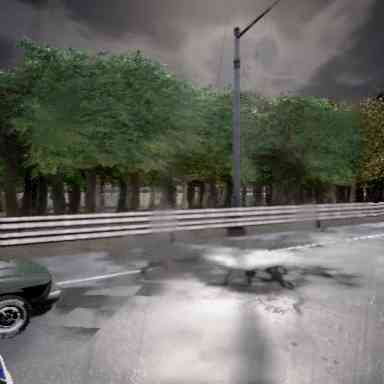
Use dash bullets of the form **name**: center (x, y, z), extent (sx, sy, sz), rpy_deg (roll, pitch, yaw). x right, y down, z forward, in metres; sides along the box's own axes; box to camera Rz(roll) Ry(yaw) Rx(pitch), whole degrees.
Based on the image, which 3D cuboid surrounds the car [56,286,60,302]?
- **car**: center (-4.525, 1.583, 4.841), extent (4.718, 1.301, 1.895), rpy_deg (0, 0, -35)

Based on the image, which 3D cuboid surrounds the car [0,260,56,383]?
- **car**: center (-3.241, 1.348, 1.403), extent (4.553, 1.767, 2.097), rpy_deg (0, 0, -36)
